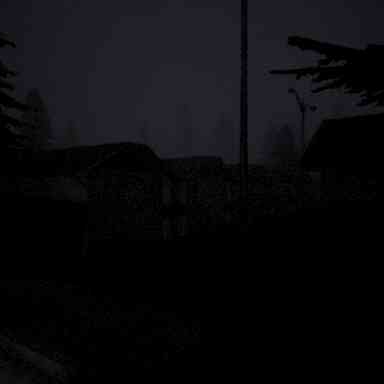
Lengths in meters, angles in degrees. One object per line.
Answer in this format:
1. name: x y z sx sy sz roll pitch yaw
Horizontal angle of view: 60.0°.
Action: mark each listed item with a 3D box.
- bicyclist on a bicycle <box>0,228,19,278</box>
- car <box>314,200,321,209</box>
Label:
1. bicyclist on a bicycle: -4.759 1.256 7.563 0.582 1.620 1.656 0 1 34
2. car: 18.353 1.692 44.623 4.718 1.301 1.895 0 0 33
